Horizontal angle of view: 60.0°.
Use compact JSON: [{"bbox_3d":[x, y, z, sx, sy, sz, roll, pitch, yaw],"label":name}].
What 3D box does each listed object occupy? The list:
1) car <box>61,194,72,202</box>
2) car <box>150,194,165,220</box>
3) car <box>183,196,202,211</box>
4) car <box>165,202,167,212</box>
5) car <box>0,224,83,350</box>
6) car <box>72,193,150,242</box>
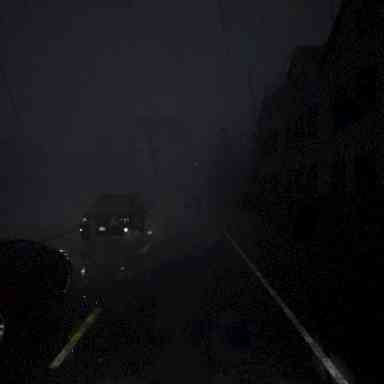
[{"bbox_3d":[-22.166,1.139,62.417,4.611,1.667,2.242,0,0,0],"label":"car"},{"bbox_3d":[-3.497,1.180,25.658,2.033,1.411,5.357,0,3,0],"label":"car"},{"bbox_3d":[0.084,1.187,35.572,2.128,1.511,4.902,0,0,-1],"label":"car"},{"bbox_3d":[-3.515,1.112,30.627,2.097,1.767,4.553,0,0,0],"label":"car"},{"bbox_3d":[-3.589,1.516,5.613,1.994,1.385,4.181,0,0,0],"label":"car"},{"bbox_3d":[-3.579,1.085,15.978,2.150,2.045,5.566,0,0,0],"label":"car"}]
